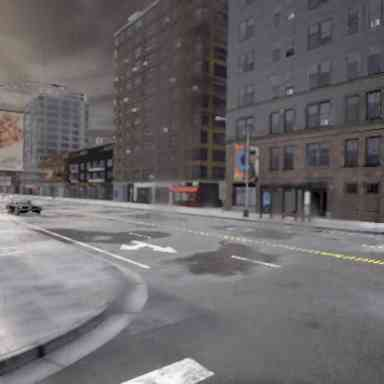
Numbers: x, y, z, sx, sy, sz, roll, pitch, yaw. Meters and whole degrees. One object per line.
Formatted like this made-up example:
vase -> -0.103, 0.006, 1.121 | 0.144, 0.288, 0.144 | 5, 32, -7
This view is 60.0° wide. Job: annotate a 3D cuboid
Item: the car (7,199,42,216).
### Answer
car -> -14.326, 1.268, 28.358 | 1.895, 1.301, 4.718 | 1, 0, -39
